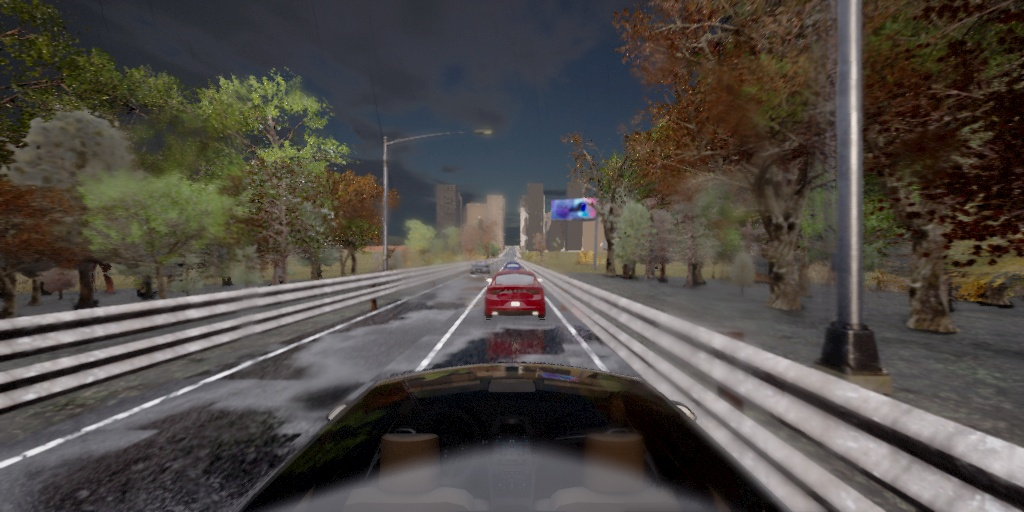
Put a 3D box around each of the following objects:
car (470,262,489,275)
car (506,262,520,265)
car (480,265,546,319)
[{"bbox_3d":[-3.351,1.345,38.936,1.994,1.385,4.181,0,0,0],"label":"car"},{"bbox_3d":[0.093,1.302,33.497,1.812,1.442,4.674,0,0,0],"label":"car"},{"bbox_3d":[0.102,1.235,12.819,1.882,1.535,5.008,0,0,0],"label":"car"}]
